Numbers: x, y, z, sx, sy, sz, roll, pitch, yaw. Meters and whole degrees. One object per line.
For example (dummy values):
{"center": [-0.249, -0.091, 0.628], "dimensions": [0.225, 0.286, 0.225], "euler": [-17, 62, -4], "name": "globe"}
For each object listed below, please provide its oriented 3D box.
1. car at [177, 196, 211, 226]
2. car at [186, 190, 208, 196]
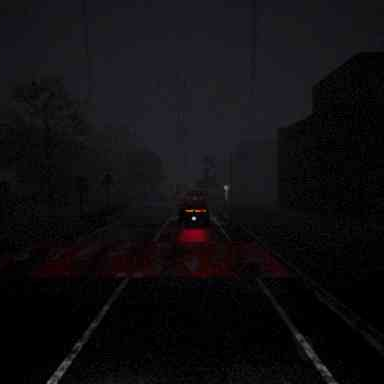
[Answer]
{"center": [0.119, 1.250, 21.318], "dimensions": [1.837, 1.490, 4.892], "euler": [0, 0, 0], "name": "car"}
{"center": [0.481, 0.766, 36.250], "dimensions": [2.150, 2.045, 5.566], "euler": [0, 1, 4], "name": "car"}
